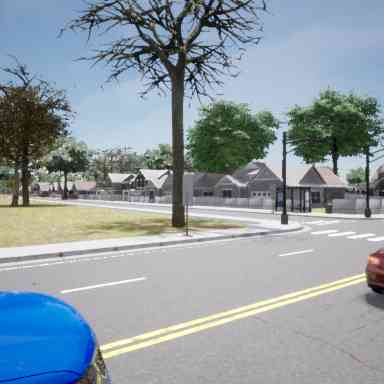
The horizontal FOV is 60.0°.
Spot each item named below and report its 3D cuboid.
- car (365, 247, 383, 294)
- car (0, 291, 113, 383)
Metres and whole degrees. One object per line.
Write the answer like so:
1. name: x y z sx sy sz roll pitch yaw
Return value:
1. car: 5.704 1.525 7.486 4.674 1.442 1.812 0 0 -36
2. car: -3.053 1.224 1.266 5.566 2.045 2.150 0 0 -36
